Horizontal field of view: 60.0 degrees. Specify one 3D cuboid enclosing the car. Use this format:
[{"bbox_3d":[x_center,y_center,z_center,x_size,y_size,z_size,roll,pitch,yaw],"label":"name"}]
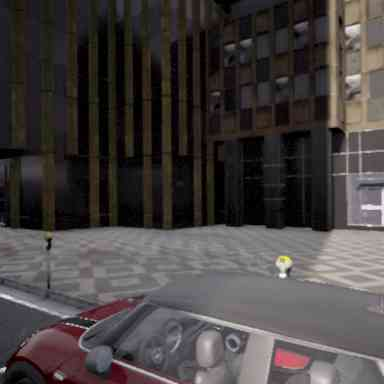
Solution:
[{"bbox_3d":[0.148,1.459,2.858,4.097,1.590,1.967,-1,0,36],"label":"car"}]
